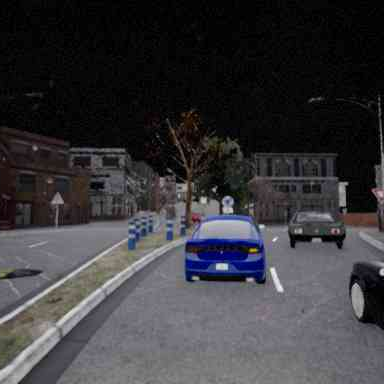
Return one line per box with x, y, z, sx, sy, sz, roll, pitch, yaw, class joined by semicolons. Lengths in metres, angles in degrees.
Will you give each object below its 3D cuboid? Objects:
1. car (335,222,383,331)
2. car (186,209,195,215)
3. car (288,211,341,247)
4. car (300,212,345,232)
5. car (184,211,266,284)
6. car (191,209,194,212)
3.554;1.432;3.874;1.882;1.535;5.008;0;1;5;car
-0.366;5.299;88.247;2.033;1.411;5.357;0;0;5;car
4.955;1.435;13.584;1.895;1.301;4.718;-2;-2;17;car
10.683;2.485;27.027;1.837;1.490;4.892;-5;-7;40;car
1.035;1.378;9.397;1.882;1.535;5.008;-1;1;10;car
0.313;5.066;65.636;2.150;2.045;5.566;1;0;-8;car
